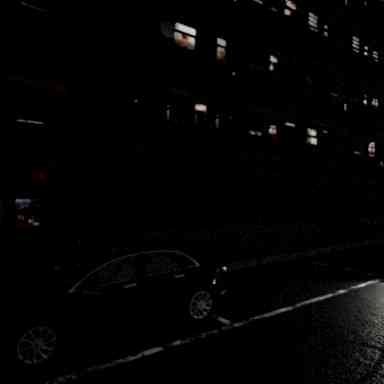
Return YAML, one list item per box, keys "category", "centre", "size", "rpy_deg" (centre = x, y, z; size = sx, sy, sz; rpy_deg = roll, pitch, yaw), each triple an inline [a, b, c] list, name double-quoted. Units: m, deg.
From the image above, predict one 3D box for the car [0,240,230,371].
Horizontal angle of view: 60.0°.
- category: "car"
  centre: [-1.330, 1.552, 5.597]
  size: [4.403, 1.369, 2.008]
  rpy_deg: [0, 1, -35]
